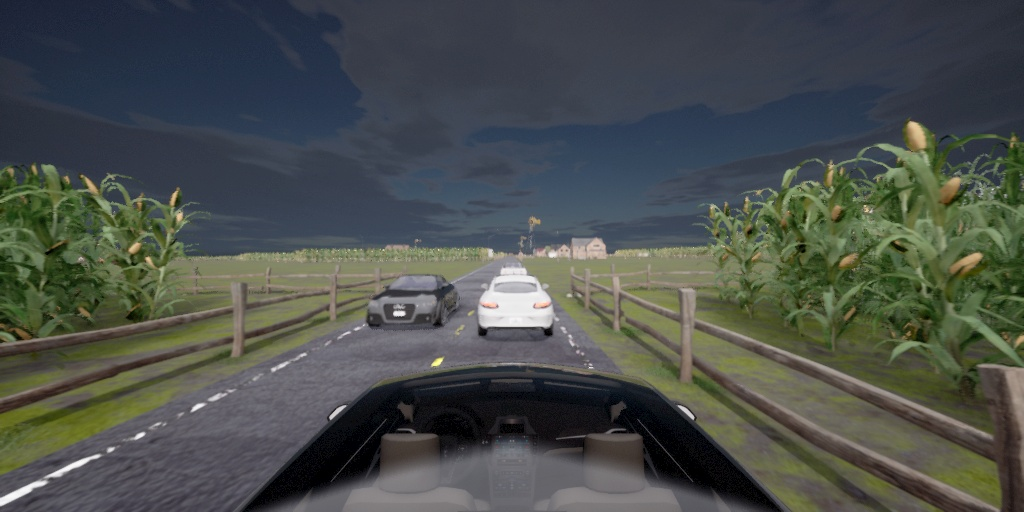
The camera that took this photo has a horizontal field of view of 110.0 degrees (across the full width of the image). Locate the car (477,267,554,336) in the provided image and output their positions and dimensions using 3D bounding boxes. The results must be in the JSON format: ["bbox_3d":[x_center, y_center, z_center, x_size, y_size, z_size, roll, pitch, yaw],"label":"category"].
[{"bbox_3d":[0.087,1.216,10.057,1.812,1.442,4.674,0,0,0],"label":"car"}]

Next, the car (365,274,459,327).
[{"bbox_3d":[-2.850,1.247,11.052,1.994,1.385,4.181,0,0,0],"label":"car"}]

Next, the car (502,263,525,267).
[{"bbox_3d":[0.100,1.167,28.527,1.895,1.301,4.718,0,0,-1],"label":"car"}]
